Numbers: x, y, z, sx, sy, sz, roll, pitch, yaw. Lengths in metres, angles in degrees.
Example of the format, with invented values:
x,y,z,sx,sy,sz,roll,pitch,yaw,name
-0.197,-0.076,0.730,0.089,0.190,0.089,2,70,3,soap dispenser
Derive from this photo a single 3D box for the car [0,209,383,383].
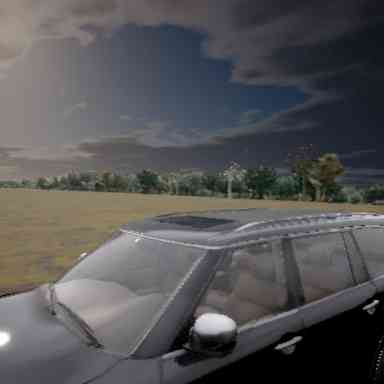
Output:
x,y,z,sx,sy,sz,roll,pitch,yaw,name
0.143,1.231,3.170,5.566,2.045,2.150,0,0,-35,car
